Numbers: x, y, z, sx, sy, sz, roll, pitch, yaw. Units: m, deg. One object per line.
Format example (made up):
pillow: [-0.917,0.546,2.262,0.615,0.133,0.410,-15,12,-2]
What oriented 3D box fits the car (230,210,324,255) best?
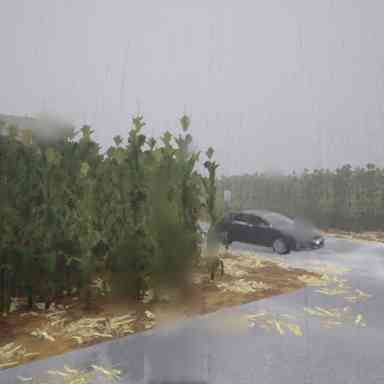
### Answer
car: [2.999,1.551,13.772,1.837,1.490,4.892,0,0,-38]
